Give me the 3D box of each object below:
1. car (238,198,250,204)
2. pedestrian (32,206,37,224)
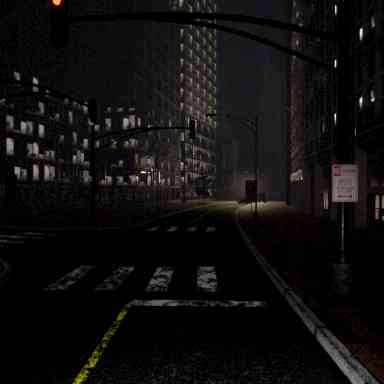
[{"bbox_3d":[10.842,1.864,69.010,1.895,1.301,4.718,0,0,18],"label":"car"},{"bbox_3d":[-9.392,1.345,19.878,0.500,1.100,0.500,0,0,17],"label":"pedestrian"}]
